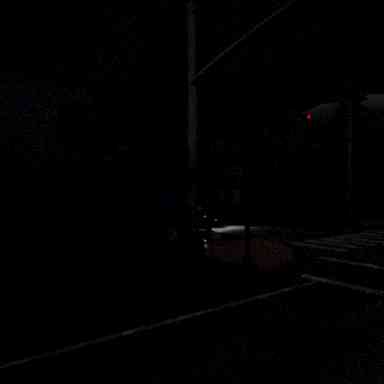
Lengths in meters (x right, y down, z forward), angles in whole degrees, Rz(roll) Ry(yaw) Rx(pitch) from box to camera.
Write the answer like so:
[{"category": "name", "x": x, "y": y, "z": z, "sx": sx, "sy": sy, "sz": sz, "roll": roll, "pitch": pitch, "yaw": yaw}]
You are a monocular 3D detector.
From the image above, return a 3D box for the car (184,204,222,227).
[{"category": "car", "x": -0.101, "y": 1.453, "z": 22.280, "sx": 1.812, "sy": 1.442, "sz": 4.674, "roll": 0, "pitch": 0, "yaw": -43}]
